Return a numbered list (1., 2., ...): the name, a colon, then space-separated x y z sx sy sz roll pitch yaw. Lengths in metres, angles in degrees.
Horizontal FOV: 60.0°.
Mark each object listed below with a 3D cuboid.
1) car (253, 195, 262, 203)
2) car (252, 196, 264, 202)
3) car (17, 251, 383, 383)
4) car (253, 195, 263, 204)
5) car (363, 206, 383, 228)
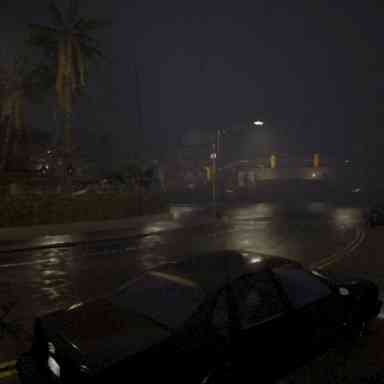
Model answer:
1. car: 15.770 1.672 80.177 2.185 1.767 4.553 0 0 12
2. car: 18.096 1.839 90.697 2.231 1.521 4.892 0 0 22
3. car: 0.684 1.568 4.561 5.357 1.411 2.033 0 0 -41
4. car: 14.541 1.773 73.868 2.097 1.535 5.008 0 0 12
5. car: 12.916 1.625 22.552 1.994 1.385 4.181 0 0 21
